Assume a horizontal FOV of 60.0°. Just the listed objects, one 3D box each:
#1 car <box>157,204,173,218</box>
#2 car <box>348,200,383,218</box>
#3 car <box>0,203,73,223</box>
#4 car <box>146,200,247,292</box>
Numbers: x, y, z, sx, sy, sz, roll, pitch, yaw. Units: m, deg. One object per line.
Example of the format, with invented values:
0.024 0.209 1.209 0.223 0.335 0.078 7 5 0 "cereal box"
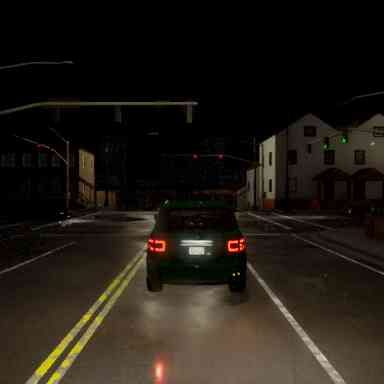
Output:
-3.594 2.597 45.340 1.812 1.442 4.674 0 -9 0 "car"
16.562 1.491 29.798 4.902 1.511 2.128 0 0 -1 "car"
-12.090 1.541 25.542 5.357 1.411 2.033 -2 0 2 "car"
0.090 1.221 9.070 2.150 2.045 5.566 0 0 0 "car"
